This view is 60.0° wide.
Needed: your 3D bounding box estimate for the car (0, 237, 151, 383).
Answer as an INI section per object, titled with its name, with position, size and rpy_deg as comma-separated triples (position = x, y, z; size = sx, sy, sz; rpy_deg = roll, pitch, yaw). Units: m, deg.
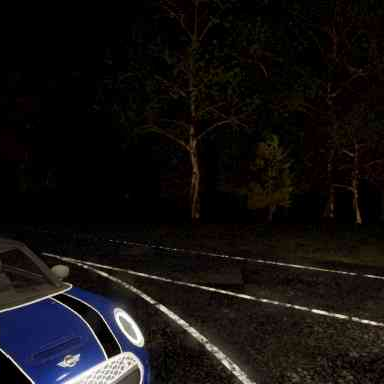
[car]
position = -2.619, 1.338, 3.748
size = 4.553, 1.767, 2.097
rpy_deg = 1, 0, 35
